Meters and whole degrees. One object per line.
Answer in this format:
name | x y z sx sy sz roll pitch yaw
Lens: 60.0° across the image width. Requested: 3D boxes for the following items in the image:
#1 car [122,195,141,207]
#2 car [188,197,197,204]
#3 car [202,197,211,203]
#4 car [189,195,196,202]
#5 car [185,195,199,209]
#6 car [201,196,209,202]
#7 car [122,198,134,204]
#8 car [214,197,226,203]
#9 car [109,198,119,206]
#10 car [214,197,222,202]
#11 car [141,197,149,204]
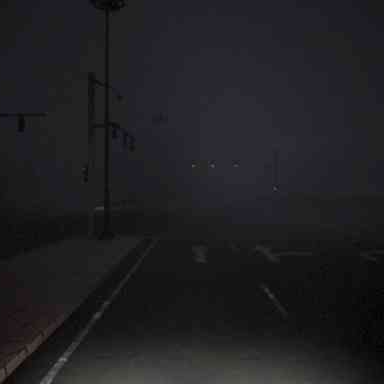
car | -11.523 1.643 62.225 2.150 2.045 5.566 0 0 0
car | 0.078 2.066 81.491 2.128 1.511 4.902 0 0 0
car | 3.579 2.139 81.580 1.895 1.301 4.718 0 0 0
car | 0.146 1.824 91.879 2.097 1.767 4.553 0 0 0
car | -0.003 1.695 50.587 2.097 1.767 4.553 0 0 0
car | 3.646 1.994 91.886 2.128 1.511 4.902 0 0 0
car | -14.947 2.079 77.686 1.994 1.385 4.181 0 0 0
car | 7.081 1.902 81.915 2.097 1.767 4.553 0 0 0
car | -15.020 1.917 62.341 2.128 1.511 4.902 0 0 0
car | 7.146 2.008 91.866 2.033 1.411 5.357 0 0 0
car | -11.446 1.882 77.810 2.097 1.767 4.553 0 0 0
